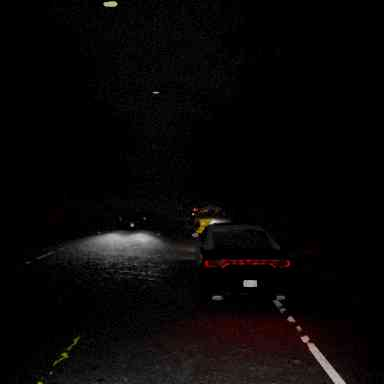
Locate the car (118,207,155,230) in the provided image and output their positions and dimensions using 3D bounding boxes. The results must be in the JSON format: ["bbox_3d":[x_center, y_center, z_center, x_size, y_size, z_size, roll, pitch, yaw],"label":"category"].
[{"bbox_3d":[-3.589,1.697,22.149,1.895,1.301,4.718,0,0,0],"label":"car"}]

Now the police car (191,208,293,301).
[{"bbox_3d":[1.040,1.449,8.566,1.930,1.638,5.238,0,0,0],"label":"police car"}]

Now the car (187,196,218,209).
[{"bbox_3d":[0.924,1.317,24.513,2.150,2.045,5.566,-1,0,-1],"label":"car"}]

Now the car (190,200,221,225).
[{"bbox_3d":[0.978,1.517,18.659,1.801,1.575,5.366,-1,0,0],"label":"car"}]

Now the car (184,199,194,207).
[{"bbox_3d":[-0.580,1.966,59.412,1.812,1.442,4.674,0,-1,-1],"label":"car"}]

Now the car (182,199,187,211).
[{"bbox_3d":[-0.309,1.782,45.327,2.128,1.511,4.902,0,-1,0],"label":"car"}]
